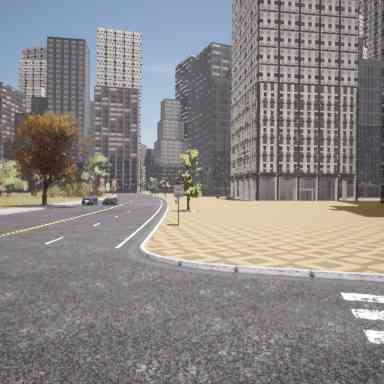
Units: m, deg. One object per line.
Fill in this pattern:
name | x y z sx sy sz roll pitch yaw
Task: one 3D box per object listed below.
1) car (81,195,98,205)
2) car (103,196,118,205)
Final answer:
car | -16.285 1.310 53.244 2.128 1.511 4.902 0 0 -4
car | -13.045 1.411 53.493 1.994 1.385 4.181 0 0 -4
